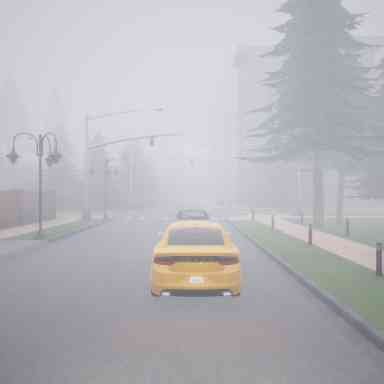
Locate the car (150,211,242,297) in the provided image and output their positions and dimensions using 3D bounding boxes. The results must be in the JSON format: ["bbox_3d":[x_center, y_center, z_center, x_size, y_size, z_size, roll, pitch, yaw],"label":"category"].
[{"bbox_3d":[0.078,1.478,8.636,1.882,1.535,5.008,0,0,0],"label":"car"}]
